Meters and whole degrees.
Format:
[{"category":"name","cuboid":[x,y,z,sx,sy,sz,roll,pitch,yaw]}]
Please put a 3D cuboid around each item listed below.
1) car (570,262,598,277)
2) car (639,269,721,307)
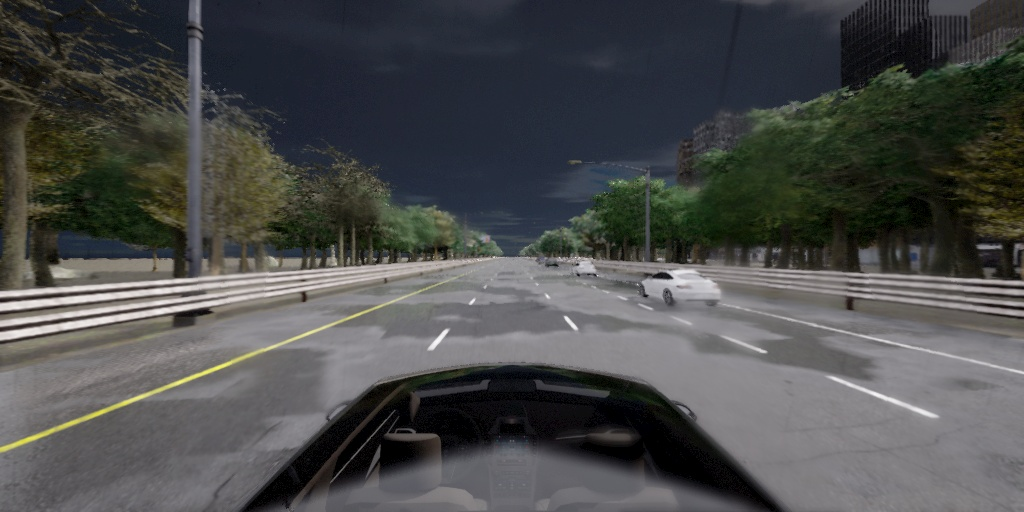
[{"category":"car","cuboid":[7.046,1.286,35.285,1.812,1.442,4.674,0,0,0]},{"category":"car","cuboid":[7.007,1.281,15.371,1.812,1.442,4.674,0,0,0]}]
